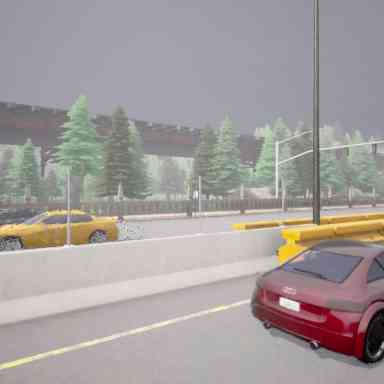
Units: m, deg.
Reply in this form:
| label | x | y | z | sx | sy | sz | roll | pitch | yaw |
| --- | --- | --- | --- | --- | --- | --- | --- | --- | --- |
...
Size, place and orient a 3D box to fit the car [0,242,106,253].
| label | x | y | z | sx | sy | sz | roll | pitch | yaw |
| --- | --- | --- | --- | --- | --- | --- | --- | --- | --- |
| car | -5.393 | 1.477 | 13.028 | 5.008 | 1.535 | 1.882 | 0 | 0 | -35 |

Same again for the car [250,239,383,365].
| label | x | y | z | sx | sy | sz | roll | pitch | yaw |
| --- | --- | --- | --- | --- | --- | --- | --- | --- | --- |
| car | 3.016 | 1.565 | 5.904 | 4.181 | 1.385 | 1.994 | 0 | 0 | -36 |
